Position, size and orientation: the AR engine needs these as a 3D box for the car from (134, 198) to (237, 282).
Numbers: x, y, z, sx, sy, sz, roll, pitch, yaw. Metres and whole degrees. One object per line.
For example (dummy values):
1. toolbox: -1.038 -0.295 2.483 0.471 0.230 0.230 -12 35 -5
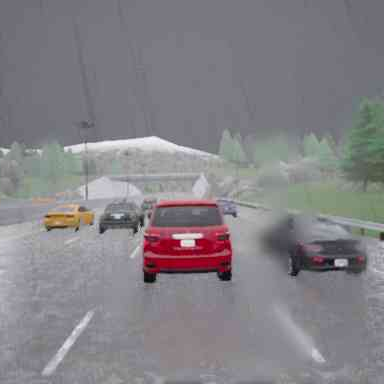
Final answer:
1. car: -0.178 1.194 9.875 2.150 2.045 5.566 -1 0 -2

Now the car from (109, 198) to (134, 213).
1. car: -8.182 1.509 39.066 2.128 1.511 4.902 -1 0 -2

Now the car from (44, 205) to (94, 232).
1. car: -7.561 1.540 20.980 1.882 1.535 5.008 -1 1 -2

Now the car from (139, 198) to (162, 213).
1. car: -4.644 1.453 38.003 2.128 1.511 4.902 -1 0 -2

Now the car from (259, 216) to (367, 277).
1. car: 3.326 1.439 9.884 1.812 1.442 4.674 -1 0 -2

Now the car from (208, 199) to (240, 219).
1. car: 2.672 1.413 28.934 2.033 1.411 5.357 -1 0 -2

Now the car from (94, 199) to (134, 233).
1. car: -4.016 1.357 19.775 2.097 1.767 4.553 -1 0 -2

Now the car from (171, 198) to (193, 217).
1. car: -0.917 1.396 31.453 1.882 1.535 5.008 -1 0 -2
